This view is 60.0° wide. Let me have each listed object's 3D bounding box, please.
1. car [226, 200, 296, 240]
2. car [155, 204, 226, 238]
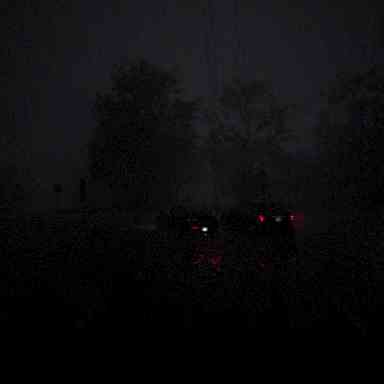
[{"bbox_3d":[3.123,1.226,16.698,2.097,1.767,4.553,0,1,-19],"label":"car"},{"bbox_3d":[-0.401,1.380,16.951,1.837,1.490,4.892,1,0,-24],"label":"car"}]
